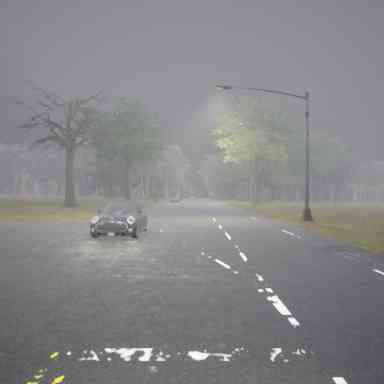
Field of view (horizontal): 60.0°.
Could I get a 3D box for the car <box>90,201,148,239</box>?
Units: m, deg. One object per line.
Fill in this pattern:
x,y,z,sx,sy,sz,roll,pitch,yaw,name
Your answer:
-3.448,1.235,16.439,2.097,1.767,4.553,1,-1,0,car

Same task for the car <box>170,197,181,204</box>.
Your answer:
-3.405,1.721,68.838,1.994,1.385,4.181,0,0,0,car
